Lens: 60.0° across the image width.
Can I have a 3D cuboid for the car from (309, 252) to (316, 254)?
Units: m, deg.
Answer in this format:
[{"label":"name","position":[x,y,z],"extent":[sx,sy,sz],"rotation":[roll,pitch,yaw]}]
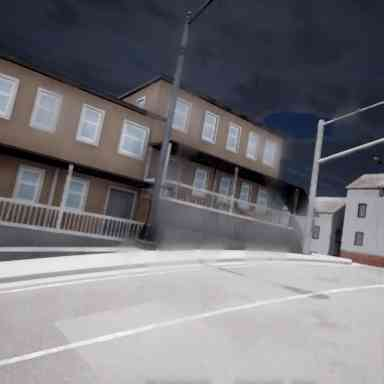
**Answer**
[{"label":"car","position":[10.836,6.171,30.232],"extent":[1.895,1.301,4.718],"rotation":[15,-17,-34]}]
